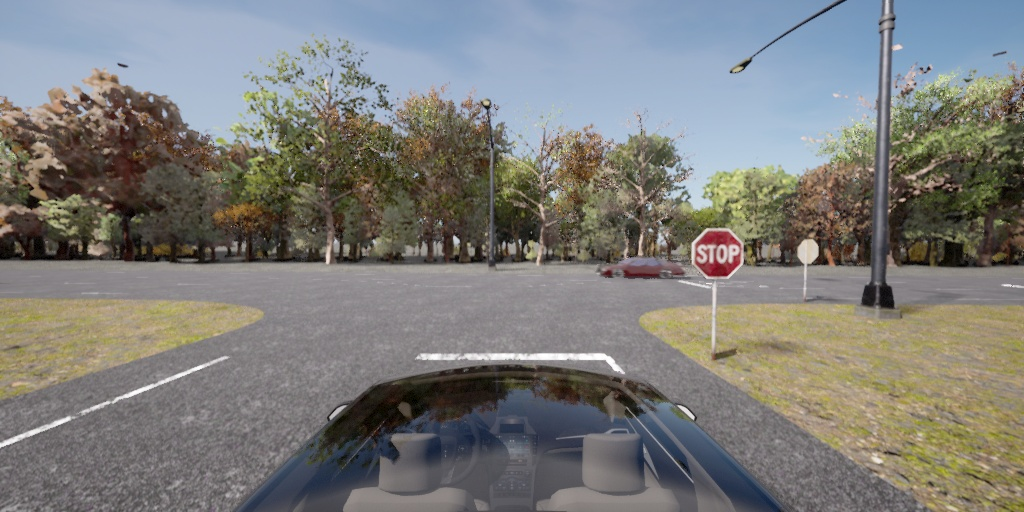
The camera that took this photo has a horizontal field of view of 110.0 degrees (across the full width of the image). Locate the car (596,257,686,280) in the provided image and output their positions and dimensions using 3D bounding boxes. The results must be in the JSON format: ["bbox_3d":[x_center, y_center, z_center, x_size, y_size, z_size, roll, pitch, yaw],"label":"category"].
[{"bbox_3d":[8.286,0.768,23.282,5.357,1.411,2.033,0,2,0],"label":"car"}]
